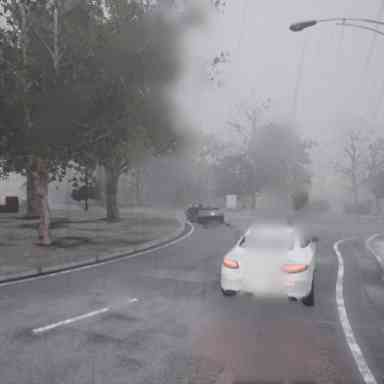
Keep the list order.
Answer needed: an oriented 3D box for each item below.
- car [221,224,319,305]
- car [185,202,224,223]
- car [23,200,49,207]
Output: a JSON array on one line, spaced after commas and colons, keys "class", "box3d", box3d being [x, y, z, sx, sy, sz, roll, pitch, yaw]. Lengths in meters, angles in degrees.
[{"class": "car", "box3d": [2.017, 1.491, 8.052, 1.812, 1.442, 4.674, 0, 0, 21]}, {"class": "car", "box3d": [0.856, 1.445, 24.524, 1.994, 1.385, 4.181, 0, 0, -15]}, {"class": "car", "box3d": [-21.538, 1.300, 45.880, 4.674, 1.442, 1.812, 0, 0, 38]}]
